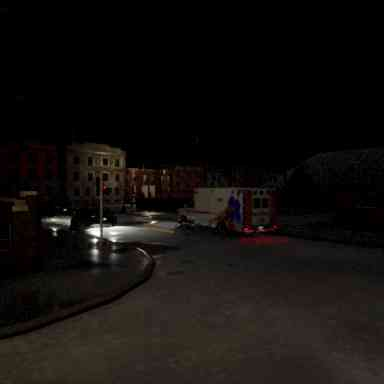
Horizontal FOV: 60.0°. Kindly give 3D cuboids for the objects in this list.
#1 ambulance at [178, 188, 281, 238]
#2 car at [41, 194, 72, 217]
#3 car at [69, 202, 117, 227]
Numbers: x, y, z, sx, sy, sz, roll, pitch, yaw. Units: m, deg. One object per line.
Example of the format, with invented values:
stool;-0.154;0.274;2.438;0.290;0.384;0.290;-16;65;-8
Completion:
ambulance;1.627;1.031;18.170;2.351;2.431;6.366;0;0;-35
car;-12.786;1.218;31.654;2.150;2.045;5.566;0;0;-35
car;-6.737;1.564;22.972;1.994;1.385;4.181;0;0;-35
